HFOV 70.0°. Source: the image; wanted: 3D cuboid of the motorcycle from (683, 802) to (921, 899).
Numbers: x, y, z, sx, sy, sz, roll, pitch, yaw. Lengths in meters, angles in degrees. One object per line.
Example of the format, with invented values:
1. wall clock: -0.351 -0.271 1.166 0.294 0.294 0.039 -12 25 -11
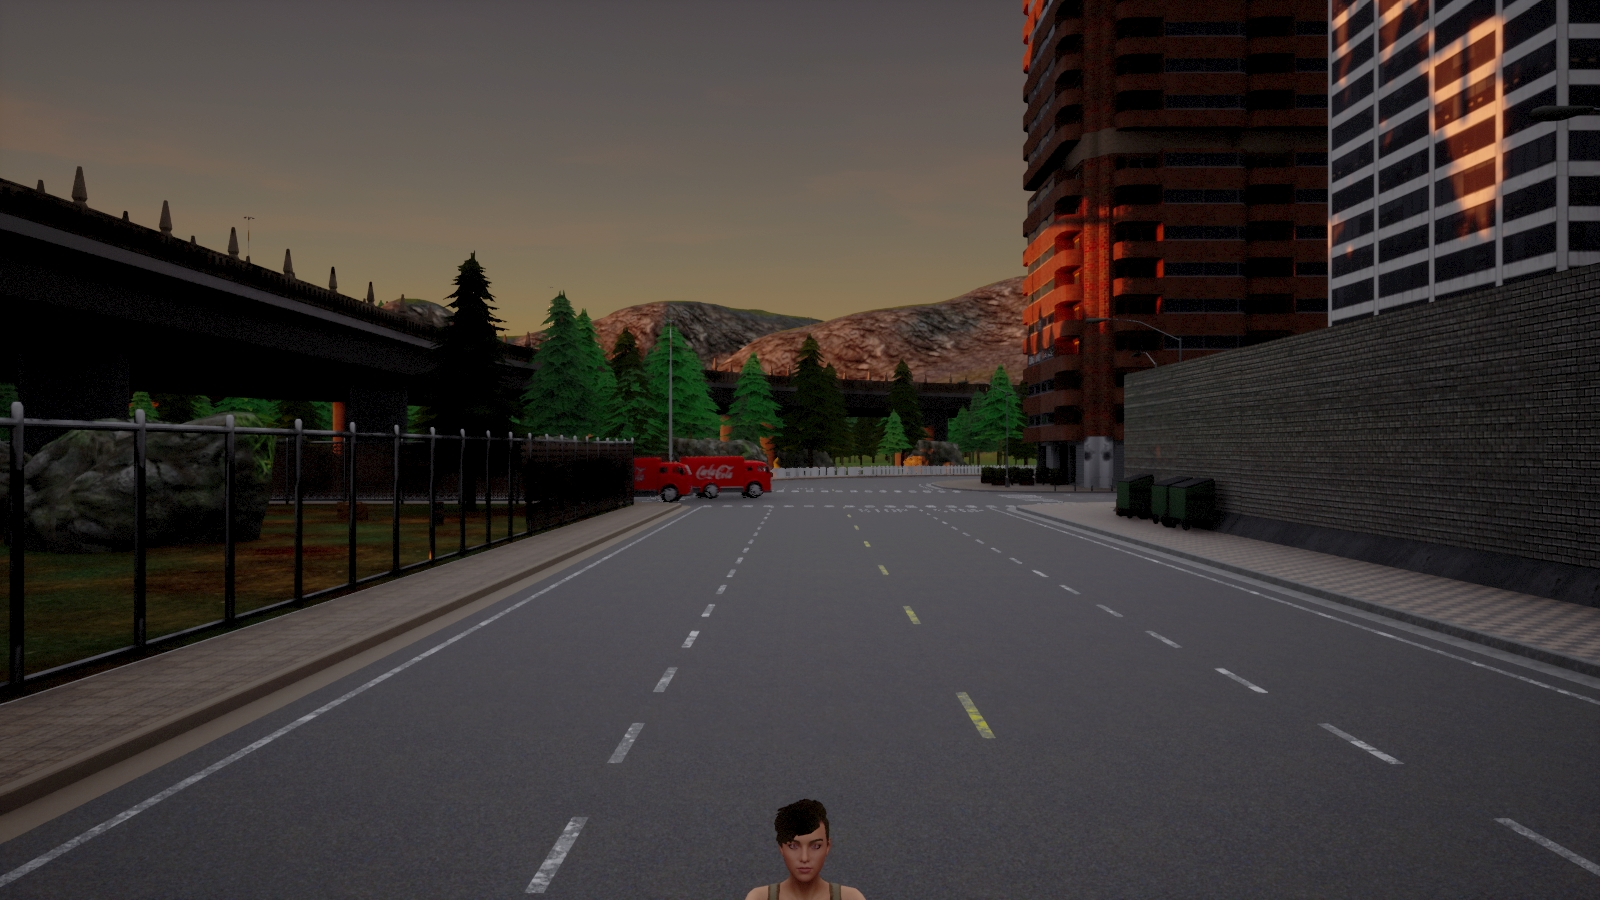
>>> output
1. motorcycle: 0.006 2.099 3.507 0.764 1.307 2.356 0 0 0

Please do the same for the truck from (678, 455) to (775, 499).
1. truck: -4.334 1.542 67.144 5.204 2.467 2.627 0 1 -17

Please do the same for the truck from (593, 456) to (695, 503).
1. truck: -8.471 1.572 62.401 5.204 2.467 2.627 -1 0 0
